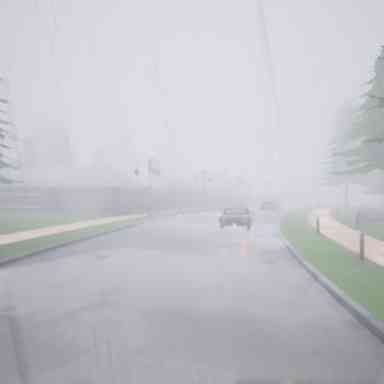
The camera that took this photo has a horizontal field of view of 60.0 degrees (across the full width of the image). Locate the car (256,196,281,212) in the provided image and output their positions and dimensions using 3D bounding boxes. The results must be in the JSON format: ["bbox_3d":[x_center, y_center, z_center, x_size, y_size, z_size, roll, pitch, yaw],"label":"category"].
[{"bbox_3d":[9.474,1.554,39.949,1.837,1.490,4.892,0,0,25],"label":"car"}]

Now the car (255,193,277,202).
[{"bbox_3d":[16.912,1.261,75.815,4.605,1.855,1.932,0,0,35],"label":"car"}]

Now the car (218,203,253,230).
[{"bbox_3d":[2.958,1.617,21.531,1.895,1.301,4.718,0,0,13],"label":"car"}]

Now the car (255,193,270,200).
[{"bbox_3d":[15.798,1.258,73.528,3.866,1.878,1.905,0,0,35],"label":"car"}]

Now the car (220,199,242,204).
[{"bbox_3d":[4.420,1.516,37.710,2.128,1.511,4.902,0,0,24],"label":"car"}]
